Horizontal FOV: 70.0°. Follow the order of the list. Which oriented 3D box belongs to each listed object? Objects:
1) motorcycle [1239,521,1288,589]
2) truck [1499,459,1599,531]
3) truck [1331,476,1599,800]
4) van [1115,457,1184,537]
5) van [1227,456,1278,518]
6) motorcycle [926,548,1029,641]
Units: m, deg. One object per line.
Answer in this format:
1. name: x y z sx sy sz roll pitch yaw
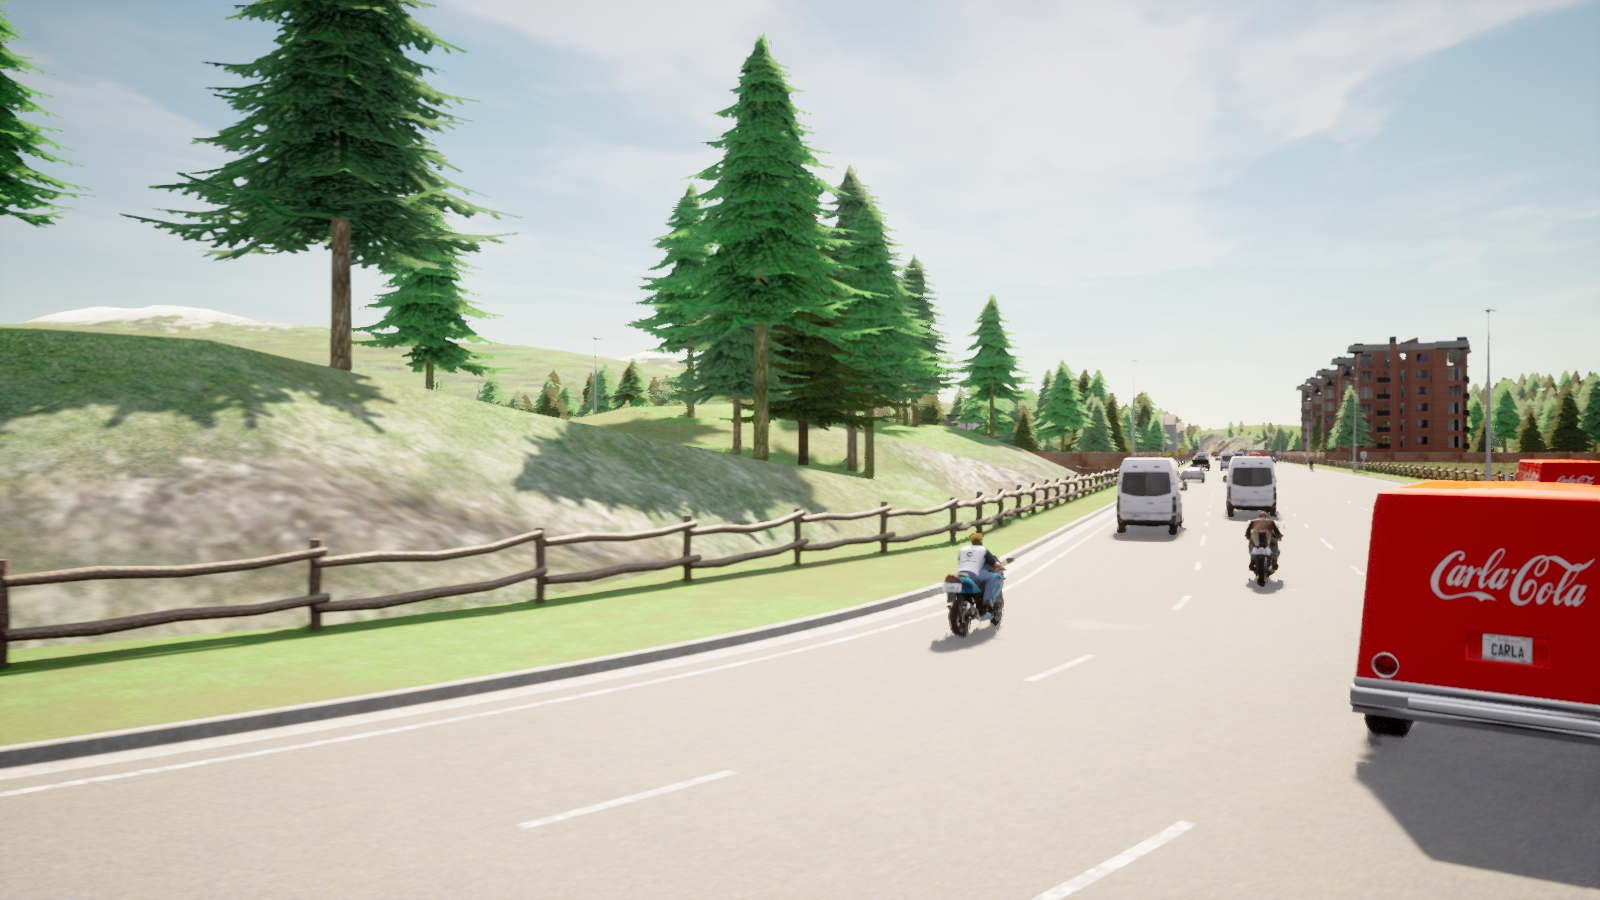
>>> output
1. motorcycle: 9.955 2.218 24.508 0.867 1.251 2.209 -1 -1 24
2. truck: 28.282 1.597 42.763 2.627 2.467 5.204 0 0 20
3. truck: 7.389 1.572 11.648 2.627 2.467 5.204 1 0 36
4. van: 12.488 1.555 40.587 1.988 2.561 5.915 0 0 21
5. van: 19.993 1.561 50.695 1.988 2.561 5.915 0 0 20
6. motorcycle: 2.773 2.194 17.636 0.803 1.199 2.033 -4 -2 31
